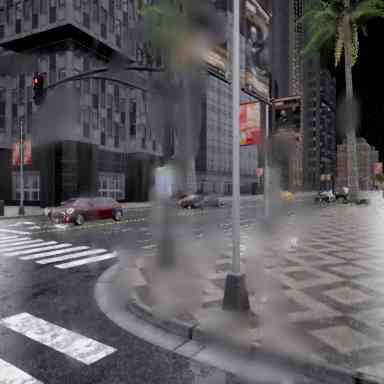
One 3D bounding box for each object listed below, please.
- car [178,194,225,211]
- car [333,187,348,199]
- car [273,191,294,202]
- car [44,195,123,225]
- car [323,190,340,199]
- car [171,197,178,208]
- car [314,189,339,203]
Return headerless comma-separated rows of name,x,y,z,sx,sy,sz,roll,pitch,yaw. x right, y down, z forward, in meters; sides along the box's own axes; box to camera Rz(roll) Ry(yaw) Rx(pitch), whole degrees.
car,1.284,1.028,32.725,2.033,1.411,5.357,0,1,35
car,23.683,0.232,52.762,2.150,2.045,5.566,0,1,36
car,13.757,0.607,50.159,1.882,1.535,5.008,0,1,35
car,-6.689,1.075,21.467,2.097,1.767,4.553,0,1,35
car,25.768,0.353,61.321,1.882,1.535,5.008,0,1,36
car,-0.652,0.981,35.605,1.812,1.442,4.674,0,1,35
car,17.823,0.677,44.481,1.837,1.490,4.892,0,1,35
